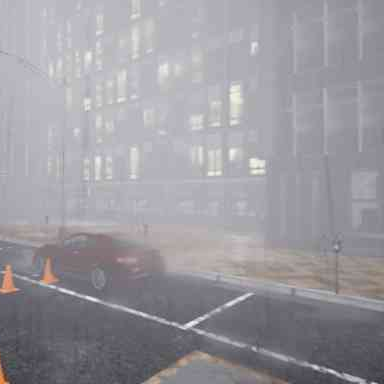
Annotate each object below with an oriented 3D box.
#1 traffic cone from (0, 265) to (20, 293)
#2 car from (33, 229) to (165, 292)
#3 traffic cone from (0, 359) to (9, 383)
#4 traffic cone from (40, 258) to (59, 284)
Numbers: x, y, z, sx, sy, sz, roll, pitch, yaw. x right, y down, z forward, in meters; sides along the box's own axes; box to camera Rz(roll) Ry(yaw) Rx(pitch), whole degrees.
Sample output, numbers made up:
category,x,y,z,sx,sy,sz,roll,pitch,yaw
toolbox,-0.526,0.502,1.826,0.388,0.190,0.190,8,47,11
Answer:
category,x,y,z,sx,sy,sz,roll,pitch,yaw
traffic cone,-4.283,2.007,7.784,0.340,0.580,0.340,0,-1,37
car,-2.599,1.655,8.987,4.206,1.307,1.802,0,-1,37
traffic cone,-2.265,1.981,3.794,0.340,0.580,0.340,0,-1,37
traffic cone,-3.694,2.010,8.587,0.340,0.580,0.340,0,2,38
